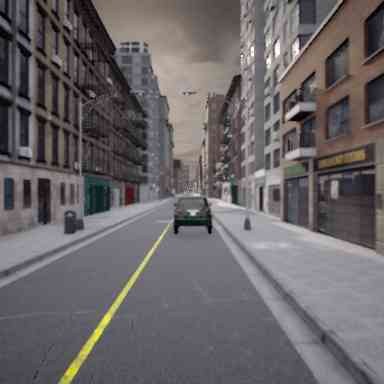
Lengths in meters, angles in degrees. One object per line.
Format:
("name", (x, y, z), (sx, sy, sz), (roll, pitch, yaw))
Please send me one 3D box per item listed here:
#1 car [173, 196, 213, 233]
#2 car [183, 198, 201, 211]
("car", (0.055, 1.227, 19.997), (2.150, 2.045, 5.566), (0, 0, 0))
("car", (0.015, 1.489, 40.820), (2.128, 1.511, 4.902), (0, 0, 0))
